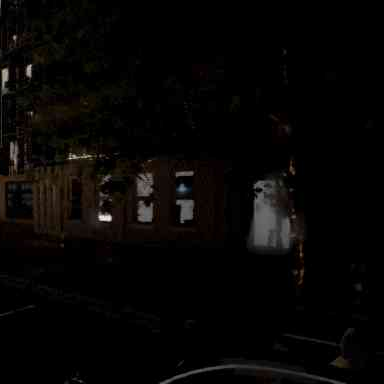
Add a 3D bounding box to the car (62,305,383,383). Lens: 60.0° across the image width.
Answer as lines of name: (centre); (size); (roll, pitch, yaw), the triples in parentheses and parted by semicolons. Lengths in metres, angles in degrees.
car: (0.829, 1.556, 2.285); (4.403, 1.369, 2.008); (-1, 0, 35)
